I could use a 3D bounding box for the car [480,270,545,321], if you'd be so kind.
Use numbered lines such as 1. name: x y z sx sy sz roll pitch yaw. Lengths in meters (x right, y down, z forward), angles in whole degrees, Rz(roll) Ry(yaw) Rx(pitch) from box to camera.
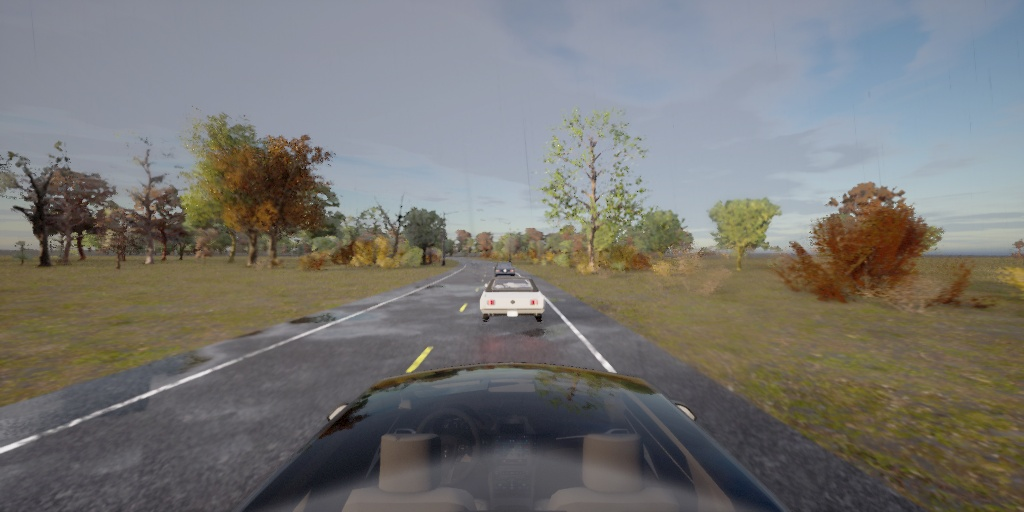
1. car: -0.018 1.351 12.401 1.895 1.301 4.718 0 0 -1

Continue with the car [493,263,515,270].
1. car: -0.700 1.293 32.539 2.033 1.411 5.357 0 0 -3
